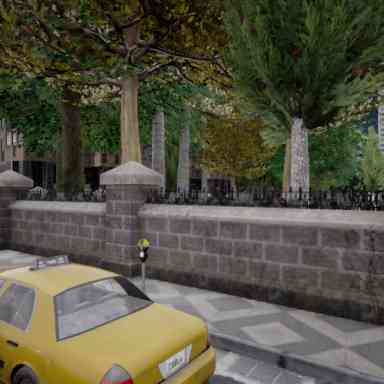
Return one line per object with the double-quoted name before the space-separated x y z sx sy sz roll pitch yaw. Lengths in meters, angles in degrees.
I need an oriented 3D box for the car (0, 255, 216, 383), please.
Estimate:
"car" -2.027 1.525 4.404 4.829 1.417 1.752 0 0 35
